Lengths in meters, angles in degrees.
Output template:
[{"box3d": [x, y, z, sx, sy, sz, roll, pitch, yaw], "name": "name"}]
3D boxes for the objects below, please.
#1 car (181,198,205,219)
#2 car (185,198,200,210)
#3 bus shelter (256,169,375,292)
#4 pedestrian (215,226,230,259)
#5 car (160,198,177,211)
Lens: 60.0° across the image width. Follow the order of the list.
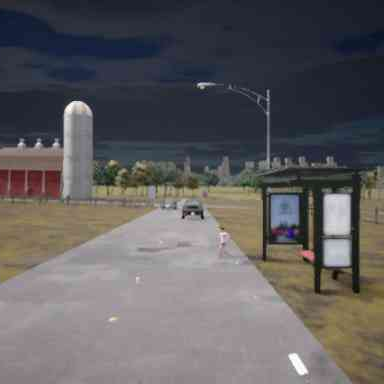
[{"box3d": [0.080, 1.479, 29.204, 1.837, 1.490, 4.892, 0, 0, 0], "name": "car"}, {"box3d": [0.075, 1.560, 44.577, 1.812, 1.442, 4.674, 0, 0, 0], "name": "car"}, {"box3d": [3.126, 0.846, 9.351, 1.920, 2.740, 3.880, 0, 0, 0], "name": "bus shelter"}, {"box3d": [1.045, 1.642, 10.974, 0.500, 1.100, 0.500, 0, 0, -15], "name": "pedestrian"}, {"box3d": [-2.816, 1.505, 41.265, 2.128, 1.511, 4.902, 0, 0, 0], "name": "car"}]
